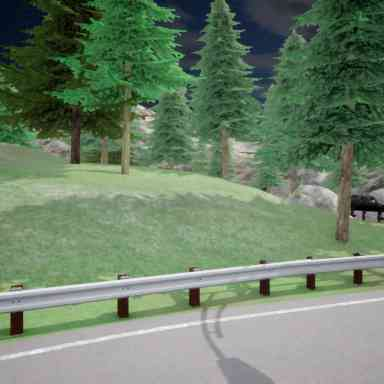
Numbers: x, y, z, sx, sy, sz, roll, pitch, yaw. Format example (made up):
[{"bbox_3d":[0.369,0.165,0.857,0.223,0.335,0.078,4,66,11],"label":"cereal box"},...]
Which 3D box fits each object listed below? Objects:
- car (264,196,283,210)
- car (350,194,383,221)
[{"bbox_3d":[10.678,1.368,42.241,2.097,1.767,4.553,0,0,-23],"label":"car"},{"bbox_3d":[15.498,1.228,28.140,2.150,2.045,5.566,0,1,-18],"label":"car"}]
